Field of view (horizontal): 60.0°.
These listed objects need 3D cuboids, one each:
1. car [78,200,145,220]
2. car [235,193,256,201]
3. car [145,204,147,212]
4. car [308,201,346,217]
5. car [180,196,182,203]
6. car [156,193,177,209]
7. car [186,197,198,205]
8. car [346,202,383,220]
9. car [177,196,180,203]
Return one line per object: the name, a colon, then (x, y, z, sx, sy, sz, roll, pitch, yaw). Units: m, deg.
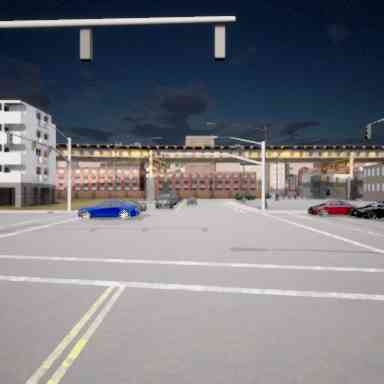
car: (-6.691, 1.448, 27.056, 5.008, 1.535, 1.882, 0, 0, 3)
car: (13.436, 1.194, 84.037, 5.566, 2.045, 2.150, 0, 0, -24)
car: (-6.580, 1.470, 30.565, 4.902, 1.511, 2.128, 0, -1, 2)
car: (12.584, 1.477, 29.657, 4.181, 1.385, 1.994, -1, 0, 1)
car: (-3.196, 1.467, 67.724, 2.128, 1.511, 4.902, 0, 0, 8)
car: (-3.631, 1.204, 45.559, 2.150, 2.045, 5.566, 0, 0, 1)
car: (0.035, 1.526, 57.958, 2.033, 1.411, 5.357, 0, 0, 0)
car: (14.844, 1.451, 26.114, 4.181, 1.385, 1.994, -1, 0, 1)
car: (-3.640, 1.200, 56.321, 2.150, 2.045, 5.566, 0, 0, 0)
